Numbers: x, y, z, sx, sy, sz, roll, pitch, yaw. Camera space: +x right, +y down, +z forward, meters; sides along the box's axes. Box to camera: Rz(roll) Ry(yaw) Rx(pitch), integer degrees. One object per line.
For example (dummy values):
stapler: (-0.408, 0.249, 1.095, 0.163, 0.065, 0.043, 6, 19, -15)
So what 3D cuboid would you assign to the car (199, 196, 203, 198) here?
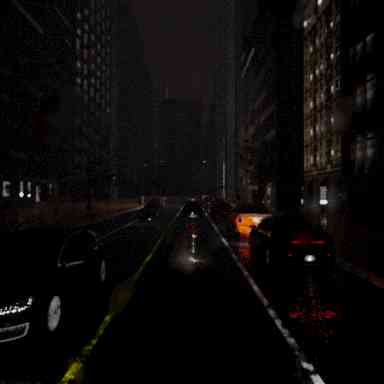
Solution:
car: (0.061, 1.647, 42.944, 2.033, 1.411, 5.357, 0, 0, 0)

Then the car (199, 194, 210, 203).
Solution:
car: (2.718, 1.479, 74.985, 2.192, 1.841, 5.009, 1, 0, 0)

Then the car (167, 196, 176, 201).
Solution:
car: (-5.661, 1.746, 91.892, 2.008, 1.369, 4.403, 1, 0, 0)

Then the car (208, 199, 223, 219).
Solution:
car: (2.704, 1.615, 29.853, 1.887, 1.381, 4.507, 0, 0, 0)

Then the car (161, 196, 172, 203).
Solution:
car: (-5.665, 1.715, 74.964, 2.008, 1.369, 4.403, 1, 0, 0)

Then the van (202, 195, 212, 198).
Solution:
van: (2.710, 1.449, 46.778, 1.690, 1.788, 3.998, 1, 0, 0)

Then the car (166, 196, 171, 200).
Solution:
car: (-5.668, 1.693, 63.678, 2.008, 1.369, 4.403, 1, 0, 0)

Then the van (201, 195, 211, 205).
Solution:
van: (2.715, 1.483, 63.703, 1.690, 1.788, 3.998, 1, 0, 0)

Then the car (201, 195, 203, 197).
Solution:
car: (2.710, 1.670, 52.419, 2.008, 1.369, 4.403, 1, 0, 0)

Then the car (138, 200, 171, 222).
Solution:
car: (-3.094, 1.612, 26.943, 2.033, 1.411, 5.357, 0, 0, 0)

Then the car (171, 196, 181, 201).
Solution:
car: (-2.984, 1.359, 67.457, 1.895, 1.301, 4.718, 0, 0, 0)

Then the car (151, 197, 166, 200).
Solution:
car: (-5.669, 1.560, 52.393, 1.967, 1.590, 4.097, 1, 0, 0)

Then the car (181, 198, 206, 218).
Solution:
car: (0.057, 1.579, 30.865, 1.837, 1.490, 4.892, 0, 0, 0)

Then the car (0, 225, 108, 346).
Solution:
car: (-3.064, 1.520, 6.735, 1.837, 1.490, 4.892, 0, 0, 0)

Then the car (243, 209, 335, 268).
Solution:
car: (3.148, 1.532, 11.310, 1.837, 1.490, 4.892, 0, 0, 0)

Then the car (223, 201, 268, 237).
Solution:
car: (3.117, 1.397, 18.281, 2.097, 1.767, 4.553, 0, 0, 0)

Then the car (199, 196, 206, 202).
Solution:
car: (2.718, 1.767, 86.268, 1.802, 1.307, 4.206, 1, 0, 0)

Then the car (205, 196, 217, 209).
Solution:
car: (2.707, 1.523, 35.495, 1.967, 1.590, 4.097, 0, 0, 0)
